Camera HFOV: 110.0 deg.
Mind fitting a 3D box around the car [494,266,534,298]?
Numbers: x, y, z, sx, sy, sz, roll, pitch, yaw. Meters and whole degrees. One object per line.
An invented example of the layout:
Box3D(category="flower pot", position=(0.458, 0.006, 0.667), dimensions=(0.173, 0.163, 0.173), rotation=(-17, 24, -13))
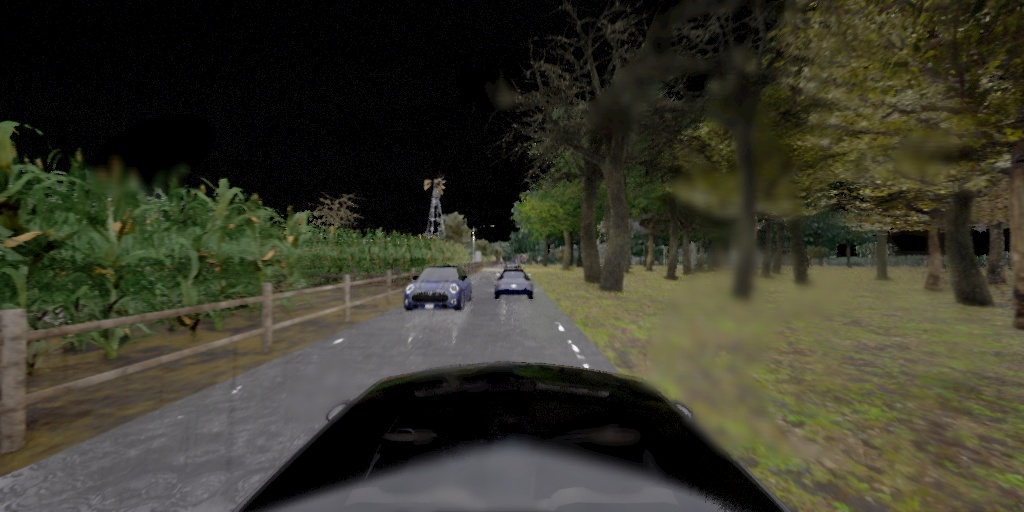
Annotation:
Box3D(category="car", position=(0.092, 1.393, 18.986), dimensions=(1.994, 1.385, 4.181), rotation=(0, 0, 0))

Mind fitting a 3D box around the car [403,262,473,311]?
Box3D(category="car", position=(-2.845, 1.160, 14.636), dimensions=(2.097, 1.767, 4.553), rotation=(0, 0, 0))

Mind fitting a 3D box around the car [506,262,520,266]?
Box3D(category="car", position=(0.098, 1.407, 37.285), dimensions=(2.128, 1.511, 4.902), rotation=(0, 0, 0))
